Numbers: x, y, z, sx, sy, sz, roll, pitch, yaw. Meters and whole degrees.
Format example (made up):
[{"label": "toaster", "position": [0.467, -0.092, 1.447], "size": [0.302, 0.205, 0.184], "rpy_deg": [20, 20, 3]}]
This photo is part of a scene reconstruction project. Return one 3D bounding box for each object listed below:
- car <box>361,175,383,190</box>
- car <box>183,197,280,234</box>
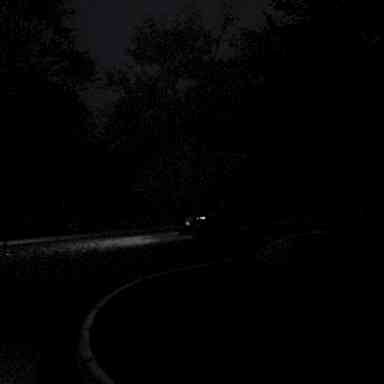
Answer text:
[{"label": "car", "position": [22.737, -1.123, 41.124], "size": [2.150, 2.045, 5.566], "rpy_deg": [-2, 3, -25]}, {"label": "car", "position": [1.949, 1.038, 15.999], "size": [4.902, 1.511, 2.128], "rpy_deg": [-3, 1, -28]}]
